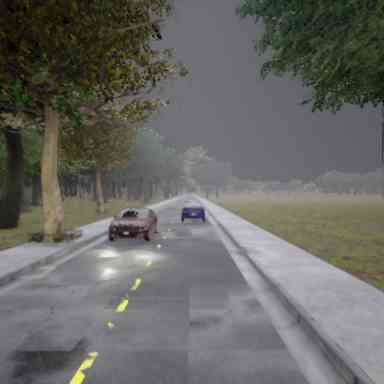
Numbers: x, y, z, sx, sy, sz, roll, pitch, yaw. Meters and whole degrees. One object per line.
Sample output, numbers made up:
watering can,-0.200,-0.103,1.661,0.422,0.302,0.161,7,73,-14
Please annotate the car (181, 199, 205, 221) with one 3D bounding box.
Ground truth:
car,0.104,1.521,27.704,1.882,1.535,5.008,0,0,0

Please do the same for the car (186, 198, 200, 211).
car,0.109,1.597,43.924,1.812,1.442,4.674,0,0,0

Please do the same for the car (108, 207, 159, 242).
car,-2.815,1.502,16.807,1.882,1.535,5.008,0,0,0
